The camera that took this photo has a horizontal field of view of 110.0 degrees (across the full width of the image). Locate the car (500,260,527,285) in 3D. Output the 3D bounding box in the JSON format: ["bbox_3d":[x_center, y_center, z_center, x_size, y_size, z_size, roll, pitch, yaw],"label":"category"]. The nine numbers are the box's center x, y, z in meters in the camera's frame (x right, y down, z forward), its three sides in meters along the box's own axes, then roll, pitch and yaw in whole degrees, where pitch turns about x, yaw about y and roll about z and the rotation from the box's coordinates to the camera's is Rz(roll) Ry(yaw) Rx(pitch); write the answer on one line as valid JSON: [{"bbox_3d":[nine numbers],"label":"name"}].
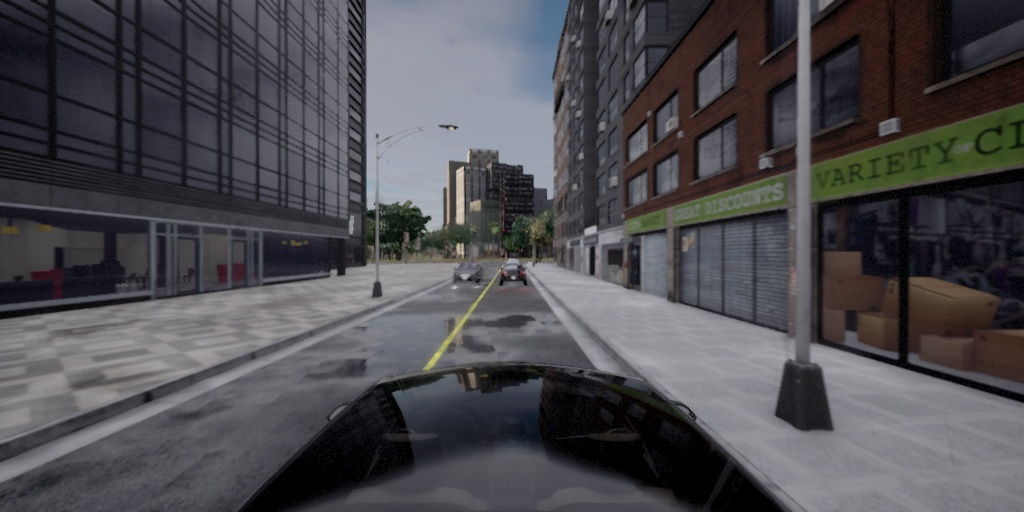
[{"bbox_3d":[0.099,1.222,25.614,1.812,1.442,4.674,0,0,0],"label":"car"}]

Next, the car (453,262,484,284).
[{"bbox_3d":[-3.096,1.183,26.089,2.128,1.511,4.902,0,0,0],"label":"car"}]
